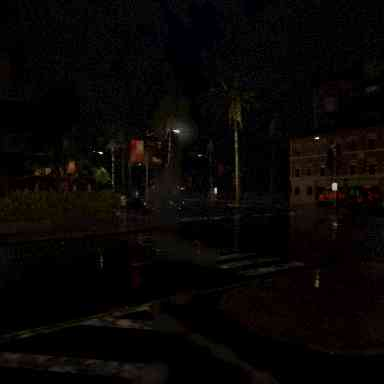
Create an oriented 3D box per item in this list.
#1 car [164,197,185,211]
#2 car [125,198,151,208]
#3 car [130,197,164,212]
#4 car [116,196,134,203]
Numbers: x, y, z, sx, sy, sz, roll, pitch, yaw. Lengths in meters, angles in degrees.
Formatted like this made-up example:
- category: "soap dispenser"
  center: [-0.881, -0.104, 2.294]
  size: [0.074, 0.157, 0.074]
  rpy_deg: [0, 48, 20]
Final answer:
- category: "car"
  center: [-2.729, 1.352, 40.929]
  size: [2.097, 1.767, 4.553]
  rpy_deg: [0, 0, -35]
- category: "car"
  center: [-7.898, 1.601, 48.287]
  size: [1.895, 1.301, 4.718]
  rpy_deg: [0, 0, -35]
- category: "car"
  center: [-5.563, 1.352, 38.869]
  size: [2.097, 1.767, 4.553]
  rpy_deg: [0, 0, -35]
- category: "car"
  center: [-13.861, 1.522, 68.716]
  size: [1.812, 1.442, 4.674]
  rpy_deg: [0, 0, -39]
